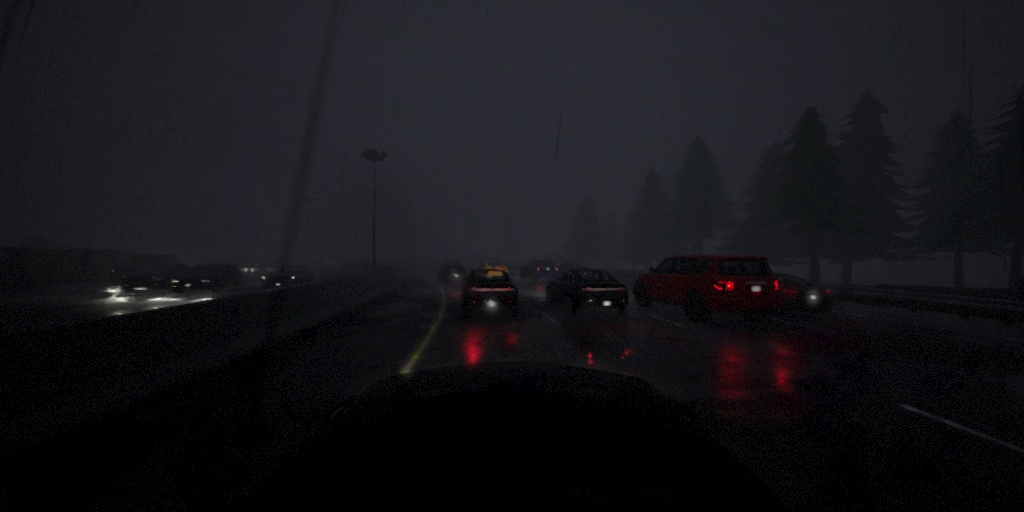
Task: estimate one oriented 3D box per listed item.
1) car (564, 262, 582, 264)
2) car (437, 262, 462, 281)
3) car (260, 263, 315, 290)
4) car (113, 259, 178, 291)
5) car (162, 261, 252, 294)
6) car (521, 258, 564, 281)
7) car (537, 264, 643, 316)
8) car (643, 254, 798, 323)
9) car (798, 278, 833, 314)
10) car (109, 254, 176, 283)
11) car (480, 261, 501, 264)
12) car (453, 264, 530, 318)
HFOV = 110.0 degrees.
[{"bbox_3d":[5.261,1.241,31.708,1.812,1.442,4.674,0,0,-19],"label":"car"},{"bbox_3d":[-4.943,1.207,29.228,1.837,1.490,4.892,0,0,-19],"label":"car"},{"bbox_3d":[-13.786,1.298,22.265,1.895,1.301,4.718,0,0,-17],"label":"car"},{"bbox_3d":[-20.955,1.164,21.665,1.882,1.535,5.008,0,0,-19],"label":"car"},{"bbox_3d":[-16.859,1.201,20.183,1.837,1.490,4.892,0,0,-17],"label":"car"},{"bbox_3d":[2.141,1.064,29.980,2.097,1.767,4.553,0,0,-19],"label":"car"},{"bbox_3d":[2.583,1.228,13.303,2.128,1.511,4.902,0,0,-7],"label":"car"},{"bbox_3d":[6.265,0.967,12.336,2.150,2.045,5.566,0,0,-7],"label":"car"},{"bbox_3d":[9.565,1.312,13.682,1.994,1.385,4.181,0,0,-7],"label":"car"},{"bbox_3d":[-26.380,0.894,26.054,2.150,2.045,5.566,0,0,-25],"label":"car"},{"bbox_3d":[-1.940,1.181,31.177,1.882,1.535,5.008,0,0,-20],"label":"car"},{"bbox_3d":[-0.893,1.223,13.017,2.128,1.511,4.902,0,0,-7],"label":"car"}]
